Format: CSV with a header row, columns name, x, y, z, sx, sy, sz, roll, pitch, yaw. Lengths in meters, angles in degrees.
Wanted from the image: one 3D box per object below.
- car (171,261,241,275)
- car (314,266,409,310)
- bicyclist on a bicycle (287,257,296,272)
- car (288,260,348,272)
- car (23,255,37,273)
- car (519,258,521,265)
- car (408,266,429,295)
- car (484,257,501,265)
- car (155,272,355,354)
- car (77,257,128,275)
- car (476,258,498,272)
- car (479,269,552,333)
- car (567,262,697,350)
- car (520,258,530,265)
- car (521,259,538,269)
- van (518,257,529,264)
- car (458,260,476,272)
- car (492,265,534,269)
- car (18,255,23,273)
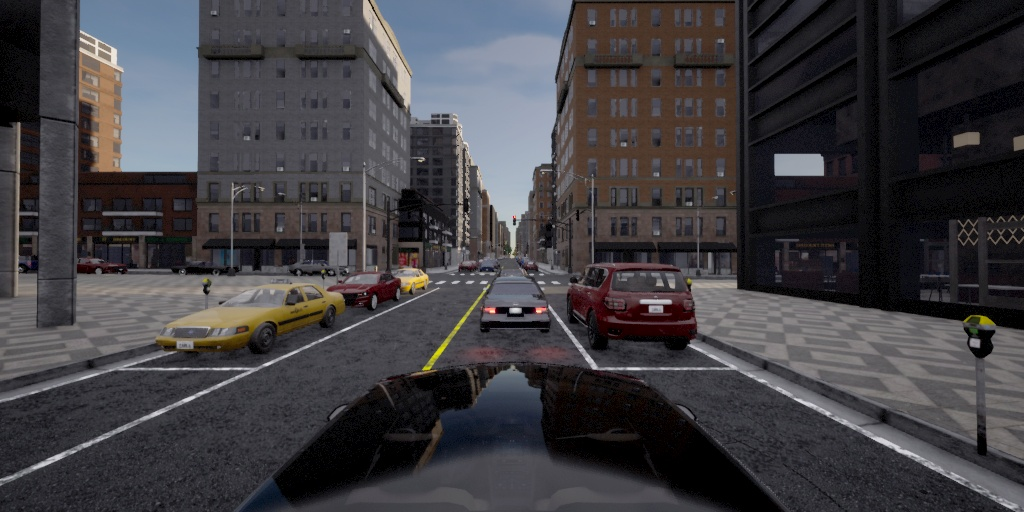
name,x,y,z,sx,sy,sz,roll,pitch,yaw
car,-26.739,1.112,31.444,4.718,1.301,1.895,1,-1,0
car,-5.892,1.298,14.635,1.888,1.381,4.507,0,0,0
bicyclist on a bicycle,-23.111,0.909,37.673,0.582,1.620,1.656,0,0,0
car,-16.841,1.092,31.411,4.902,1.511,2.128,1,-1,0
car,-47.615,0.704,34.657,4.553,1.767,2.097,1,-1,1
car,2.513,1.346,58.640,1.802,1.307,4.207,0,0,0
car,-5.907,1.279,20.090,1.751,1.417,4.829,0,0,0
car,-3.232,1.328,56.575,1.994,1.385,4.181,0,0,0
car,-5.876,1.277,8.840,1.751,1.417,4.829,0,0,0
car,-36.833,0.897,31.487,5.008,1.535,1.882,1,-1,0
car,-3.246,1.308,46.719,2.033,1.411,5.357,0,0,-4
car,0.067,1.299,10.757,2.033,1.411,5.357,0,0,0
car,2.650,1.066,9.025,2.192,1.841,5.009,0,0,0
car,2.529,1.344,52.967,1.802,1.307,4.207,0,0,0
car,2.545,1.343,47.293,1.802,1.307,4.207,0,0,0
van,2.498,1.107,64.314,1.690,1.789,3.998,0,0,0
car,-5.982,1.306,47.279,1.888,1.381,4.507,0,0,0
car,0.019,1.355,20.483,1.895,1.301,4.718,0,0,0
car,-46.942,0.832,31.555,4.892,1.490,1.837,1,-1,1
